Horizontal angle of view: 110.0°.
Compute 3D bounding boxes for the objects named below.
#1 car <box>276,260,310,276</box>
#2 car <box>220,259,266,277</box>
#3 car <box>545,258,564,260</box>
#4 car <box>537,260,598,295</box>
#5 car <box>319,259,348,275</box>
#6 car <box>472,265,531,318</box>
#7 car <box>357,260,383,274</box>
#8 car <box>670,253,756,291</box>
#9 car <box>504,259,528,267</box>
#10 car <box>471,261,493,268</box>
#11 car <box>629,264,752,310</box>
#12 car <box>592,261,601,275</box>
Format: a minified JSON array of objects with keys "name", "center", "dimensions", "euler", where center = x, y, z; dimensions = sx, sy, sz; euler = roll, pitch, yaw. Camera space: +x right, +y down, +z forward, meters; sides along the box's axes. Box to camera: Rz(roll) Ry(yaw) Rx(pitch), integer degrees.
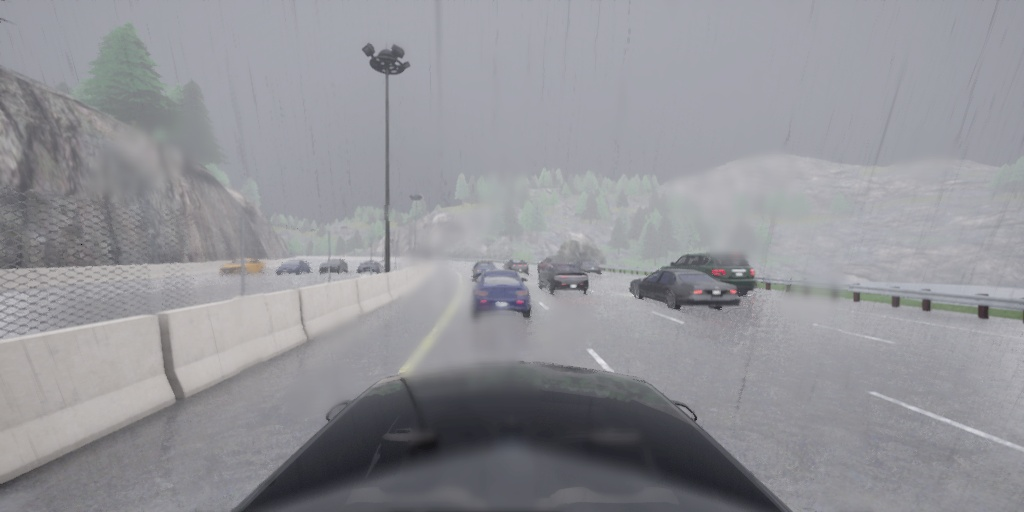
[{"name":"car","center":[-21.326,1.104,35.109],"dimensions":[1.812,1.442,4.674],"euler":[0,0,-12]},{"name":"car","center":[-24.404,1.069,32.674],"dimensions":[1.882,1.535,5.008],"euler":[0,0,-12]},{"name":"car","center":[3.901,0.931,34.620],"dimensions":[2.097,1.767,4.553],"euler":[0,0,-10]},{"name":"car","center":[2.589,1.151,18.912],"dimensions":[2.128,1.511,4.902],"euler":[0,0,-5]},{"name":"car","center":[-18.026,1.049,36.384],"dimensions":[1.882,1.535,5.008],"euler":[0,0,-13]},{"name":"car","center":[-0.415,1.219,12.583],"dimensions":[1.812,1.442,4.674],"euler":[0,0,-4]},{"name":"car","center":[-14.568,1.132,36.895],"dimensions":[1.994,1.385,4.181],"euler":[0,0,-12]},{"name":"car","center":[9.693,0.883,18.374],"dimensions":[2.150,2.045,5.566],"euler":[0,0,-5]},{"name":"car","center":[0.329,1.068,34.722],"dimensions":[2.128,1.511,4.902],"euler":[0,0,-10]},{"name":"car","center":[-2.295,1.153,29.474],"dimensions":[2.033,1.411,5.357],"euler":[0,0,-9]},{"name":"car","center":[6.512,1.231,14.235],"dimensions":[2.033,1.411,5.357],"euler":[0,0,-4]},{"name":"car","center":[7.254,1.135,35.739],"dimensions":[1.994,1.385,4.181],"euler":[0,0,-10]}]
